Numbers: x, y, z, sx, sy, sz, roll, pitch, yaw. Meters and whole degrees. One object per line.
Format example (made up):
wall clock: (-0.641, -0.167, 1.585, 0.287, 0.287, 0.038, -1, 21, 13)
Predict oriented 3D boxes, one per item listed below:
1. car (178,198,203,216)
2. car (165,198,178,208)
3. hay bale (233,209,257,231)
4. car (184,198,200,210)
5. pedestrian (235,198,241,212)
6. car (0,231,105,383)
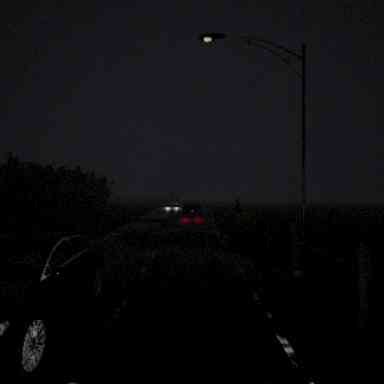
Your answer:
car: (0.039, 1.463, 32.079, 2.128, 1.511, 4.902, 0, 0, 0)
car: (-2.839, 1.518, 48.927, 2.033, 1.411, 5.357, 0, 0, 0)
hay bale: (3.124, 1.633, 19.640, 1.220, 1.180, 1.240, 0, 0, 0)
car: (0.002, 1.517, 43.455, 2.033, 1.411, 5.357, 0, 0, 0)
pedestrian: (2.819, 1.279, 20.737, 0.375, 1.860, 0.375, 0, 0, -2)
car: (-2.853, 1.483, 5.599, 2.128, 1.511, 4.902, 0, 0, 0)
